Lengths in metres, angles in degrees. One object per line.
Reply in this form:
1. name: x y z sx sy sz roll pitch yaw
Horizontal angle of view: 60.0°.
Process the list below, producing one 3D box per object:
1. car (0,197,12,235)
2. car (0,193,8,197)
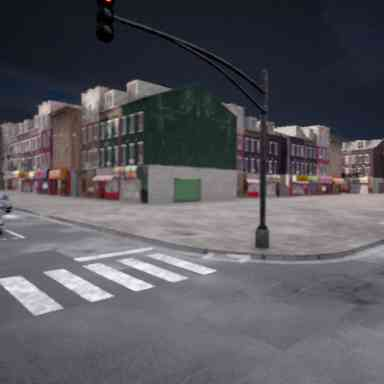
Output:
1. car: -9.057 0.975 13.676 2.008 1.369 4.403 1 1 -43
2. car: -13.562 0.614 22.220 1.812 1.442 4.674 0 2 -43
